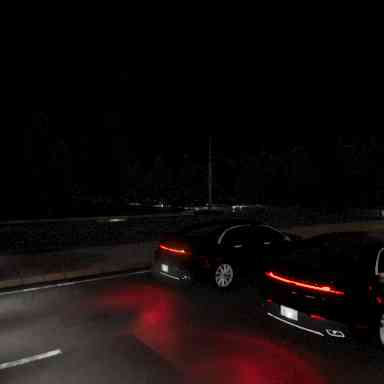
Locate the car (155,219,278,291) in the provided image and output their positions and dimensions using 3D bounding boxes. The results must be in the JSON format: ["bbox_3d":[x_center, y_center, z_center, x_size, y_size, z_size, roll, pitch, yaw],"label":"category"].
[{"bbox_3d":[1.358,1.505,9.066,4.892,1.490,1.837,0,0,-35],"label":"car"}]

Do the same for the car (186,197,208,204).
[{"bbox_3d":[0.923,1.601,63.083,1.895,1.301,4.718,0,0,-35],"label":"car"}]

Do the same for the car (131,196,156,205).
[{"bbox_3d":[-8.346,1.601,57.983,1.895,1.301,4.718,0,0,-35],"label":"car"}]

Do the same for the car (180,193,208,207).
[{"bbox_3d":[-0.090,1.221,52.259,2.150,2.045,5.566,0,0,-36],"label":"car"}]

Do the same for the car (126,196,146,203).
[{"bbox_3d":[-11.752,1.540,69.077,2.033,1.411,5.357,0,0,-35],"label":"car"}]

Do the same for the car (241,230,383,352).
[{"bbox_3d":[3.390,1.505,6.217,4.892,1.490,1.837,0,0,-35],"label":"car"}]

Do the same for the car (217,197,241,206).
[{"bbox_3d":[6.138,1.526,55.621,1.812,1.442,4.674,0,0,-35],"label":"car"}]

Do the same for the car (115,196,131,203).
[{"bbox_3d":[-14.119,1.491,66.326,2.128,1.511,4.902,0,0,-35],"label":"car"}]

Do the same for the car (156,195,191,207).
[{"bbox_3d":[-2.854,1.547,50.121,2.033,1.411,5.357,0,0,-35],"label":"car"}]
